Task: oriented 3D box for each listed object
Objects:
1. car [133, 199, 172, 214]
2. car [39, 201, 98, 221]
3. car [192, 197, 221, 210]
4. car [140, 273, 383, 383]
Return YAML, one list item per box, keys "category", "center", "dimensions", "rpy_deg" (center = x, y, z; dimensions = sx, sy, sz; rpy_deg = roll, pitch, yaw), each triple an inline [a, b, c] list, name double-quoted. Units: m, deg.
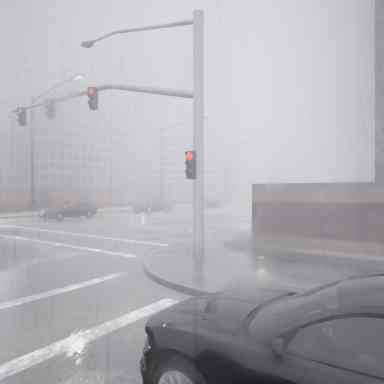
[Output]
- category: "car"
  center: [-4.176, 1.505, 35.574]
  dimensions: [1.837, 1.490, 4.892]
  rpy_deg: [0, 0, 36]
- category: "car"
  center: [-10.105, 1.491, 27.436]
  dimensions: [2.128, 1.511, 4.902]
  rpy_deg: [0, 0, 34]
- category: "car"
  center: [1.994, 1.478, 44.029]
  dimensions: [1.882, 1.535, 5.008]
  rpy_deg: [0, 0, 36]
- category: "car"
  center: [1.731, 1.478, 2.771]
  dimensions: [5.008, 1.535, 1.882]
  rpy_deg: [0, 0, 37]
